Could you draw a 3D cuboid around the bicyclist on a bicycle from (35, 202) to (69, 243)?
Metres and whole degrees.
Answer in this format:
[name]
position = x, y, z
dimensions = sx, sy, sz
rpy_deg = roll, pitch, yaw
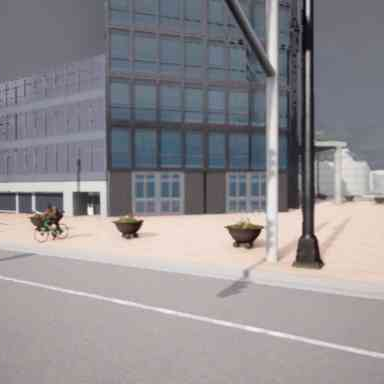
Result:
[bicyclist on a bicycle]
position = -5.832, 1.242, 13.879
dimensions = 0.582, 1.620, 1.656
rpy_deg = -1, 1, 30
